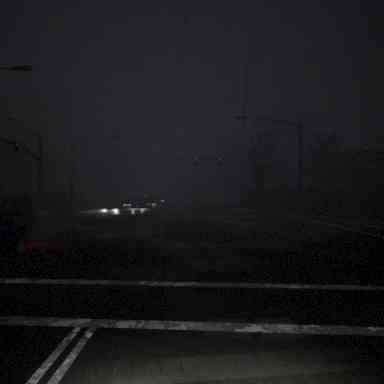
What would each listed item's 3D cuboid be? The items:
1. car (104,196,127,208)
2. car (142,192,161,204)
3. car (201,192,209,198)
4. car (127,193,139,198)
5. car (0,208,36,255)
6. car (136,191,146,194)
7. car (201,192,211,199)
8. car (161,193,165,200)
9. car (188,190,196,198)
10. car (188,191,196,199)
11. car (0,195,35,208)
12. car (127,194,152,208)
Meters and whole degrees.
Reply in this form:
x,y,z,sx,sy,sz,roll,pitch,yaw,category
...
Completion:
x,y,z,sx,sy,sz,roll,pitch,yaw,category
-10.657,1.474,45.722,1.895,1.301,4.718,0,1,0,car
-7.154,1.264,58.147,2.033,1.411,5.357,0,1,0,car
3.392,0.673,87.796,1.812,1.442,4.674,0,1,0,car
-10.657,1.310,56.173,1.994,1.385,4.181,0,1,0,car
-7.101,1.477,10.519,1.882,1.535,5.008,0,0,0,car
-10.584,0.766,68.517,2.150,2.045,5.566,0,1,0,car
3.405,0.951,77.666,1.895,1.301,4.718,0,1,0,car
-7.089,0.931,72.884,1.882,1.535,5.008,0,1,0,car
-0.108,0.505,87.758,2.097,1.767,4.553,0,1,0,car
-0.094,0.904,77.264,2.033,1.411,5.357,0,1,0,car
-10.623,1.221,18.100,2.150,2.045,5.566,0,0,0,car
-7.186,1.415,45.917,2.033,1.411,5.357,0,1,-2,car
